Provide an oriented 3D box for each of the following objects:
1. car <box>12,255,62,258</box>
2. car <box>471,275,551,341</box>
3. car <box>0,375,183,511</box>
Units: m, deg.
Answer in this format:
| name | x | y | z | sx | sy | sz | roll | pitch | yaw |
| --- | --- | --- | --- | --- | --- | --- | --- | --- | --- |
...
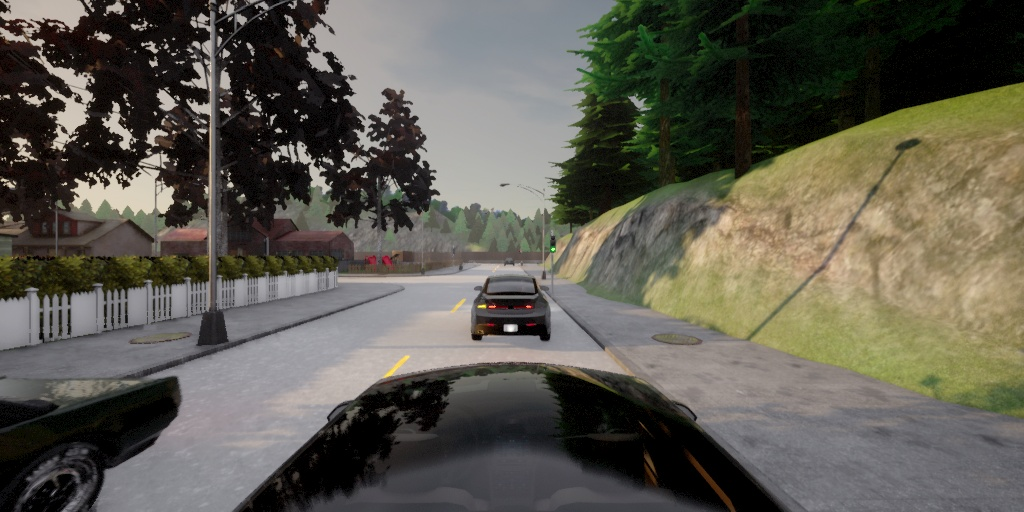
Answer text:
| name | x | y | z | sx | sy | sz | roll | pitch | yaw |
| --- | --- | --- | --- | --- | --- | --- | --- | --- | --- |
| car | -36.434 | 0.970 | 27.870 | 5.566 | 2.045 | 2.150 | 0 | 0 | -1 |
| car | -0.017 | 1.254 | 9.900 | 1.837 | 1.490 | 4.892 | 0 | 0 | 0 |
| car | -4.084 | 1.351 | 1.165 | 1.895 | 1.301 | 4.718 | 0 | 0 | 0 |
